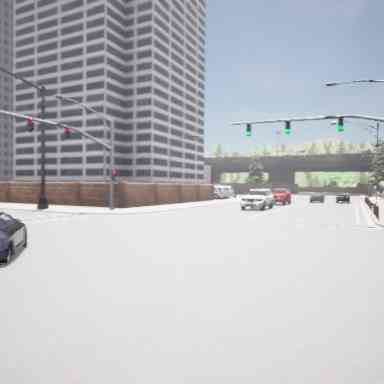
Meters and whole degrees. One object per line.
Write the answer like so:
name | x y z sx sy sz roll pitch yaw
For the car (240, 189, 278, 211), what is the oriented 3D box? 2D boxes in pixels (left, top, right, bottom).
car | 6.572 0.703 33.037 2.150 2.045 5.566 1 1 26

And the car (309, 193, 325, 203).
car | 18.546 0.869 49.206 2.033 1.411 5.357 1 1 26

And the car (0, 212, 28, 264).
car | -6.489 1.308 10.438 1.994 1.385 4.181 0 1 -18

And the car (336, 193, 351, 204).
car | 22.304 0.855 48.990 2.128 1.511 4.902 1 1 26

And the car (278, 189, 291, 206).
car | 11.197 0.587 42.375 2.150 2.045 5.566 1 1 27
